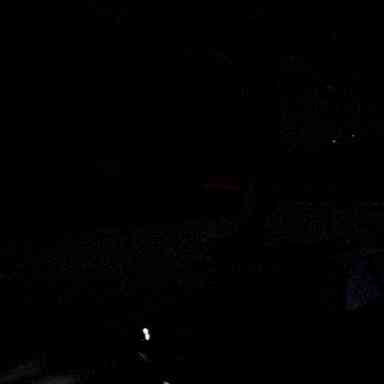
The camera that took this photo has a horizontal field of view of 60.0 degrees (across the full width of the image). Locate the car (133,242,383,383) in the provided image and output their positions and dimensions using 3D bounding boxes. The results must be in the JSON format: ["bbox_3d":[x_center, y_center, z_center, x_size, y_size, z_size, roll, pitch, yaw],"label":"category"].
[{"bbox_3d":[1.891,1.509,4.847,5.357,1.411,2.033,0,1,-39],"label":"car"}]
